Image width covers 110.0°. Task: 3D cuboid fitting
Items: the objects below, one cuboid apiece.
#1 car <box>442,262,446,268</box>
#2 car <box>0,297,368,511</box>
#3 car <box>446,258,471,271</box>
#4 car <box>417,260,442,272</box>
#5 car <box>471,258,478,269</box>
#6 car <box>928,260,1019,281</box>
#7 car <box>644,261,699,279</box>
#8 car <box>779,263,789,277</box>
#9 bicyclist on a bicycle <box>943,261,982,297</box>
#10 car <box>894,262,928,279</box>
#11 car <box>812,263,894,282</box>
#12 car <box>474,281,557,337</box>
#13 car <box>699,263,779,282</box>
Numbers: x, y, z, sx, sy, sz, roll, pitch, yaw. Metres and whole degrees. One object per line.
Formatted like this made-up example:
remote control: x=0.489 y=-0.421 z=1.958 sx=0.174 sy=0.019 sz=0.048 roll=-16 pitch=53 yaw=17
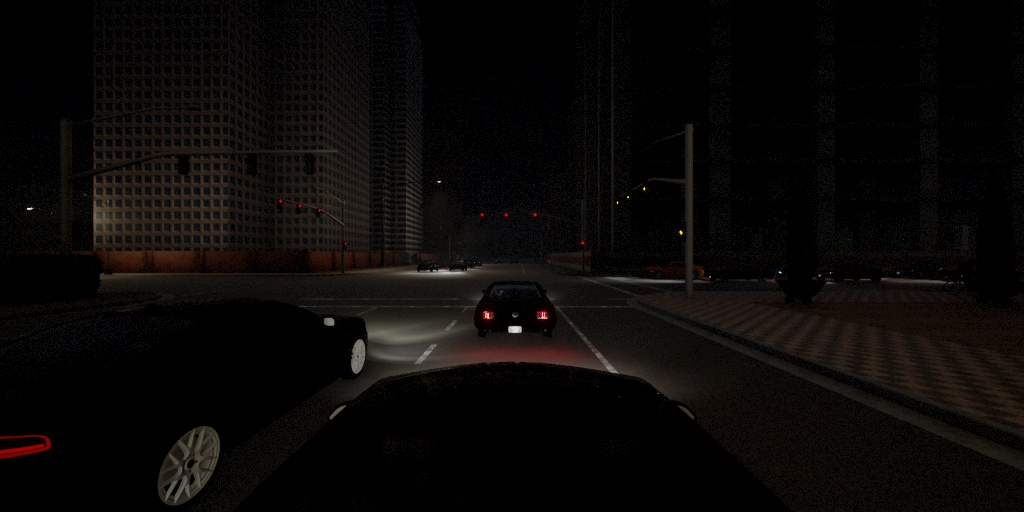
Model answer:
car: x=-10.618 y=1.351 z=55.457 sx=1.895 sy=1.301 sz=4.718 roll=0 pitch=0 yaw=1
car: x=-3.452 y=1.228 z=4.278 sx=1.882 sy=1.535 sz=5.008 roll=0 pitch=0 yaw=1
car: x=-7.223 y=1.351 z=48.465 sx=1.895 sy=1.301 sz=4.718 roll=0 pitch=0 yaw=1
car: x=-10.755 y=1.228 z=46.115 sx=1.882 sy=1.535 sz=5.008 roll=0 pitch=0 yaw=1
car: x=-7.075 y=1.255 z=57.681 sx=1.837 sy=1.490 sz=4.892 roll=0 pitch=0 yaw=1
car: x=36.562 y=1.102 z=28.297 sx=4.553 sy=1.767 sz=2.097 roll=0 pitch=0 yaw=1
car: x=14.338 y=1.228 z=31.954 sx=5.008 sy=1.535 sz=1.882 roll=0 pitch=0 yaw=0
car: x=24.149 y=1.297 z=31.890 sx=5.357 sy=1.411 sz=2.033 roll=0 pitch=0 yaw=0
bicyclist on a bicycle: x=20.758 y=1.051 z=16.429 sx=0.582 sy=1.620 sz=1.656 roll=0 pitch=0 yaw=0
car: x=36.739 y=1.242 z=31.796 sx=4.902 sy=1.511 sz=2.128 roll=0 pitch=0 yaw=0
car: x=26.691 y=1.276 z=28.364 sx=4.674 sy=1.442 sz=1.812 roll=0 pitch=0 yaw=0
car: x=0.074 y=1.351 z=10.227 sx=1.895 sy=1.301 sz=4.718 roll=0 pitch=0 yaw=0
car: x=17.909 y=1.351 z=28.430 sx=4.718 sy=1.301 sz=1.895 roll=0 pitch=0 yaw=0
